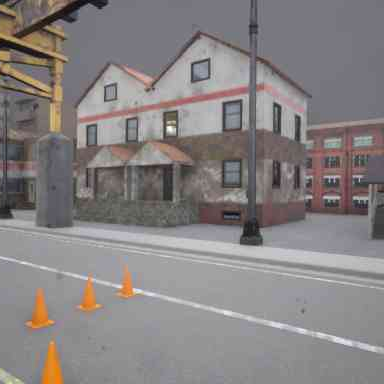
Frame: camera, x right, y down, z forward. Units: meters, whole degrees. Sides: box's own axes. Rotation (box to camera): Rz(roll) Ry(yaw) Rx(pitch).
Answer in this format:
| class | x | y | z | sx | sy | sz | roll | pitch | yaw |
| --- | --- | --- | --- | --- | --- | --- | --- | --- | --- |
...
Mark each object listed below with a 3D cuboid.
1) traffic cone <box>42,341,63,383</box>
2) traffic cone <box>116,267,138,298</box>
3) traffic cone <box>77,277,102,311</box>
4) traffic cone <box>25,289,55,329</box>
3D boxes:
| class | x | y | z | sx | sy | sz | roll | pitch | yaw |
| --- | --- | --- | --- | --- | --- | --- | --- | --- | --- |
| traffic cone | -1.546 | 1.952 | 3.673 | 0.340 | 0.580 | 0.340 | 0 | 0 | 36 |
| traffic cone | -1.413 | 1.949 | 7.276 | 0.340 | 0.580 | 0.340 | 0 | 0 | 36 |
| traffic cone | -1.998 | 1.949 | 6.465 | 0.340 | 0.580 | 0.340 | 0 | 0 | 36 |
| traffic cone | -2.583 | 1.949 | 5.654 | 0.340 | 0.580 | 0.340 | 0 | 0 | 36 |
